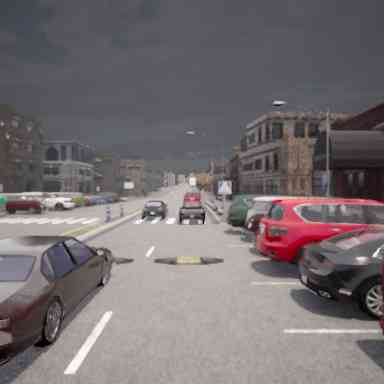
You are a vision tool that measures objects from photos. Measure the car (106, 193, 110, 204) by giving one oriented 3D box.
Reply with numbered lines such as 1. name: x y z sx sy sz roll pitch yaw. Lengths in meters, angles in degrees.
1. car: -16.248 1.295 53.477 4.892 1.521 2.231 0 0 0

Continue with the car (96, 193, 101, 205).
1. car: -16.167 1.313 47.965 4.792 1.488 2.163 0 0 0

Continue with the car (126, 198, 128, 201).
1. car: -16.194 1.408 70.015 5.366 1.575 1.946 0 -1 0

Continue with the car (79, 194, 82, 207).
1. car: -16.131 1.336 39.698 4.674 1.452 2.002 0 0 0

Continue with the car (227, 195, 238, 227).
1. car: 4.663 1.176 17.927 5.566 2.045 2.435 0 0 0

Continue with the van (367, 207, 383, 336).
1. van: 4.809 1.251 3.908 4.442 1.987 1.878 0 0 0

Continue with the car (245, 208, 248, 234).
1. car: 4.627 1.483 12.244 4.792 1.488 2.163 0 0 0

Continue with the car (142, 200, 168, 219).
1. car: -2.994 1.413 27.479 1.812 1.442 4.674 0 0 0

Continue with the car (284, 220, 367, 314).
1. car: 4.670 1.471 6.690 4.892 1.521 2.231 0 0 0

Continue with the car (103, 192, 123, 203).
1. car: -16.340 1.085 61.747 5.566 2.045 2.435 0 0 0

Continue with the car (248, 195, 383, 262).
1. car: 4.693 1.211 9.590 5.566 2.045 2.435 0 0 0

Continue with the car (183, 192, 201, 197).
1. car: -0.004 1.013 42.702 2.150 2.045 5.566 0 0 0

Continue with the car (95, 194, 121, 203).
1. car: -16.302 1.231 64.502 4.553 1.767 2.185 0 0 0

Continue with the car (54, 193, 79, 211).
1. car: -16.076 1.055 36.938 5.566 2.045 2.435 0 0 0

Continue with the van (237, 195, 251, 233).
1. van: 4.527 1.215 15.149 4.442 1.987 1.878 0 0 0

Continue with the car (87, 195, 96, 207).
1. car: -16.179 1.284 45.210 5.008 1.535 2.097 0 0 0

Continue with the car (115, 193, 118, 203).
1. car: -16.293 1.318 58.989 5.008 1.535 2.097 0 0 0

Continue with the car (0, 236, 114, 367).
1. car: -2.929 1.538 6.206 2.033 1.411 5.357 0 0 0

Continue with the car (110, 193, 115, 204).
1. car: -16.261 1.304 56.234 5.008 1.535 2.097 0 0 0

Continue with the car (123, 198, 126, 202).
1. car: -16.360 1.422 67.255 4.674 1.452 2.002 0 0 0

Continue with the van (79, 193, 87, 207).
1. van: -16.267 1.062 42.574 4.442 1.987 1.878 0 0 0

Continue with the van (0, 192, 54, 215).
1. van: -15.942 1.114 31.428 4.442 1.987 1.878 0 0 0

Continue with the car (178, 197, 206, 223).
1. car: 0.013 1.401 24.671 2.128 1.511 4.902 0 1 0

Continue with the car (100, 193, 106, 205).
1. car: -16.226 1.288 50.721 4.892 1.521 2.231 0 0 0
